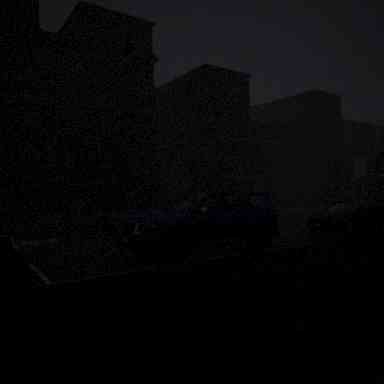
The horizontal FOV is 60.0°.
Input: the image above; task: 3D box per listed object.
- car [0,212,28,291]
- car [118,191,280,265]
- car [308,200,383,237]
[{"bbox_3d":[-5.792,1.173,6.458,4.553,1.767,2.185,0,0,-33],"label":"car"},{"bbox_3d":[0.432,0.988,10.911,5.566,2.045,2.435,-1,0,-33],"label":"car"},{"bbox_3d":[7.716,1.191,16.119,5.008,1.535,2.097,-1,0,-33],"label":"car"}]
